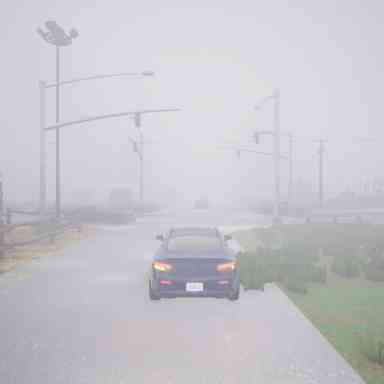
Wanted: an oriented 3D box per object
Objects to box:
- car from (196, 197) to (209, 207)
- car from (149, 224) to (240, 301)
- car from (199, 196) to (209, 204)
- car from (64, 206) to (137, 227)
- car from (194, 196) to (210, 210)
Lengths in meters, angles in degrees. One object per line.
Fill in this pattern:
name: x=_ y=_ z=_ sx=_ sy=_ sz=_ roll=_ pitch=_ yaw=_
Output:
car: x=1.776 y=1.512 z=53.532 sx=2.033 sy=1.411 sz=5.357 roll=0 pitch=0 yaw=3
car: x=0.049 y=1.526 z=8.230 sx=1.812 sy=1.442 sz=4.674 roll=0 pitch=0 yaw=0
car: x=2.426 y=1.512 z=66.132 sx=2.033 sy=1.411 sz=5.357 roll=0 pitch=0 yaw=3
car: x=-6.208 y=1.601 z=22.725 sx=4.718 sy=1.301 sz=1.895 roll=0 pitch=0 yaw=17
car: x=1.272 y=1.512 z=42.890 sx=2.033 sy=1.411 sz=5.357 roll=0 pitch=0 yaw=3
